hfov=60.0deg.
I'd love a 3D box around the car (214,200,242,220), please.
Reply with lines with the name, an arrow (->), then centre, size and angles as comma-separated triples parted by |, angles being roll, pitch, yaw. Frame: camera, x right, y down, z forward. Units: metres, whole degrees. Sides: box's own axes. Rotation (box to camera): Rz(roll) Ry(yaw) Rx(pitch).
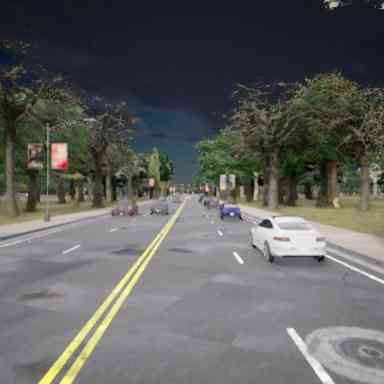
car -> 3.309, 1.682, 29.814 | 1.812, 1.442, 4.674 | 0, 0, 0

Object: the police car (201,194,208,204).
police car -> 3.078, 1.727, 59.980 | 1.930, 1.638, 5.238 | 0, 0, 0

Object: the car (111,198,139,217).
car -> -6.647, 1.527, 33.393 | 2.097, 1.767, 4.553 | 0, 0, 0

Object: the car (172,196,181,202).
car -> -3.540, 1.646, 77.312 | 2.097, 1.767, 4.553 | 0, 0, 0

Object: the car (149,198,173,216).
car -> -3.402, 1.693, 35.571 | 1.837, 1.490, 4.892 | 0, -1, 0

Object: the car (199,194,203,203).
car -> 3.006, 1.804, 71.065 | 1.801, 1.575, 5.366 | 0, 0, 0

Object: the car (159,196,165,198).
car -> -6.771, 1.740, 74.758 | 1.812, 1.442, 4.674 | 0, 0, 0

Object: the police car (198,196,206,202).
police car -> 2.827, 1.940, 92.886 | 2.038, 1.542, 4.974 | 0, 0, -1

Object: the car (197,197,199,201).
car -> 2.923, 1.613, 81.912 | 2.150, 2.045, 5.566 | 0, 0, 0

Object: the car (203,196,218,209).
car -> 3.138, 1.744, 48.865 | 2.128, 1.511, 4.902 | 0, 0, 0

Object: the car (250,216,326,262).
car -> 3.345, 1.591, 12.215 | 1.812, 1.442, 4.674 | 0, 0, 0
